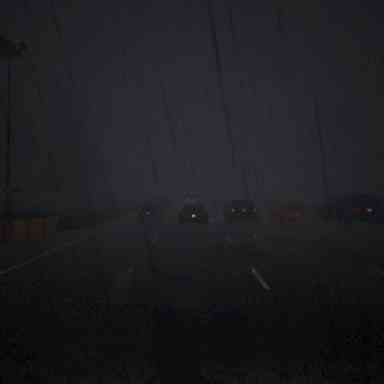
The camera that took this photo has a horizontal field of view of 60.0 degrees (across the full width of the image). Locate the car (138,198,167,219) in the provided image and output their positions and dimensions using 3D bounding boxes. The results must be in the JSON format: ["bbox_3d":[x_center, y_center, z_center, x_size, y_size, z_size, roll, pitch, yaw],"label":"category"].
[{"bbox_3d":[-3.419,1.476,28.321,1.812,1.442,4.674,0,0,0],"label":"car"}]

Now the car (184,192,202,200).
[{"bbox_3d":[0.093,1.145,43.886,2.150,2.045,5.566,0,0,0],"label":"car"}]

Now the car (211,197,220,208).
[{"bbox_3d":[3.578,1.446,45.685,1.812,1.442,4.674,0,0,0],"label":"car"}]

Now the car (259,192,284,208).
[{"bbox_3d":[10.592,1.146,43.905,2.150,2.045,5.566,0,0,0],"label":"car"}]

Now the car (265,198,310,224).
[{"bbox_3d":[7.095,1.435,24.675,1.882,1.535,5.008,0,0,0],"label":"car"}]

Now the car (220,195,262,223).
[{"bbox_3d":[3.596,1.308,25.214,2.097,1.767,4.553,0,0,0],"label":"car"}]

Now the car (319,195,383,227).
[{"bbox_3d":[10.596,1.183,22.544,2.150,2.045,5.566,0,0,0],"label":"car"}]

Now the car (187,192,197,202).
[{"bbox_3d":[-0.013,1.102,70.519,2.150,2.045,5.566,0,0,0],"label":"car"}]

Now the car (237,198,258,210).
[{"bbox_3d":[7.094,1.526,43.097,1.895,1.301,4.718,0,0,0],"label":"car"}]

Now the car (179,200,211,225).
[{"bbox_3d":[0.096,1.523,23.556,1.994,1.385,4.181,0,0,0],"label":"car"}]

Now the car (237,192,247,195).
[{"bbox_3d":[10.487,1.104,70.104,2.150,2.045,5.566,0,0,0],"label":"car"}]

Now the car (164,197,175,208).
[{"bbox_3d":[-3.422,1.445,45.657,1.812,1.442,4.674,0,0,0],"label":"car"}]
